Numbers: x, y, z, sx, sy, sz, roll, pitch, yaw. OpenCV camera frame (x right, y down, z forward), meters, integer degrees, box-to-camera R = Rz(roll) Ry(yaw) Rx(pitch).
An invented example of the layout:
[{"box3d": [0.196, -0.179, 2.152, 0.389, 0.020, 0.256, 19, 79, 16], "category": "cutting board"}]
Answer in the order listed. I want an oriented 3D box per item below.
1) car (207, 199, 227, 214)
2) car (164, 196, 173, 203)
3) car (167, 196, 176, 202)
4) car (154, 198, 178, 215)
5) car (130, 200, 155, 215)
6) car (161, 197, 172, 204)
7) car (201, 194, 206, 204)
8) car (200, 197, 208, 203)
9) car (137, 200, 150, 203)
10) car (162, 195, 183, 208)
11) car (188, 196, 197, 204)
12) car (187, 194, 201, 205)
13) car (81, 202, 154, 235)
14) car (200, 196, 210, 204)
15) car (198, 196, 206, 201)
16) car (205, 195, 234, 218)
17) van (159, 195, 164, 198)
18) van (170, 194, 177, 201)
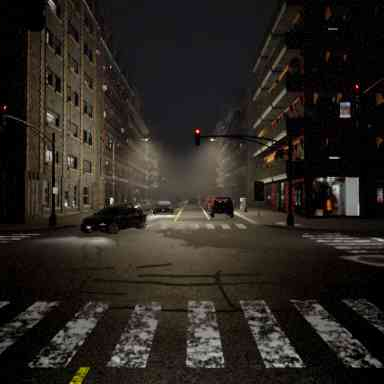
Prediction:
[{"box3d": [2.633, 1.540, 35.873, 1.752, 1.417, 4.829, 1, 0, 0], "category": "car"}, {"box3d": [-5.195, 1.671, 74.434, 1.752, 1.417, 4.829, 1, 0, 0], "category": "car"}, {"box3d": [-5.179, 1.764, 85.733, 2.008, 1.369, 4.403, 1, 0, 0], "category": "car"}, {"box3d": [-2.794, 1.576, 34.084, 1.994, 1.385, 4.181, 0, 0, 0], "category": "car"}, {"box3d": [-5.247, 1.581, 35.671, 1.947, 1.339, 4.313, 1, 0, 0], "category": "car"}, {"box3d": [-5.203, 1.667, 69.042, 2.008, 1.369, 4.403, 1, 0, 0], "category": "car"}, {"box3d": [2.644, 1.336, 41.269, 2.192, 1.841, 5.009, 1, 0, 0], "category": "car"}, {"box3d": [2.685, 1.729, 74.626, 1.802, 1.307, 4.206, 1, 0, 0], "category": "car"}, {"box3d": [-5.255, 1.577, 30.109, 1.947, 1.339, 4.313, 1, 0, 0], "category": "car"}, {"box3d": [-2.767, 1.579, 47.085, 2.033, 1.411, 5.357, 0, 0, 0], "category": "car"}, {"box3d": [0.173, 1.601, 70.329, 1.882, 1.535, 5.008, 0, 0, 0], "category": "car"}, {"box3d": [0.192, 1.550, 59.889, 1.882, 1.535, 5.008, 0, 0, 0], "category": "car"}, {"box3d": [-4.427, 1.596, 19.634, 1.837, 1.490, 4.892, 2, 1, 23], "category": "car"}, {"box3d": [2.679, 1.557, 69.067, 1.967, 1.590, 4.097, 1, 0, 0], "category": "car"}, {"box3d": [2.709, 1.814, 91.318, 1.947, 1.339, 4.313, 1, 0, 0], "category": "car"}, {"box3d": [2.629, 1.326, 30.144, 2.192, 1.841, 5.009, 1, 0, 0], "category": "car"}, {"box3d": [-5.206, 1.428, 63.478, 1.690, 1.788, 3.998, 1, 0, 0], "category": "van"}, {"box3d": [-5.168, 1.589, 91.298, 1.690, 1.788, 3.998, 1, 0, 0], "category": "van"}]
